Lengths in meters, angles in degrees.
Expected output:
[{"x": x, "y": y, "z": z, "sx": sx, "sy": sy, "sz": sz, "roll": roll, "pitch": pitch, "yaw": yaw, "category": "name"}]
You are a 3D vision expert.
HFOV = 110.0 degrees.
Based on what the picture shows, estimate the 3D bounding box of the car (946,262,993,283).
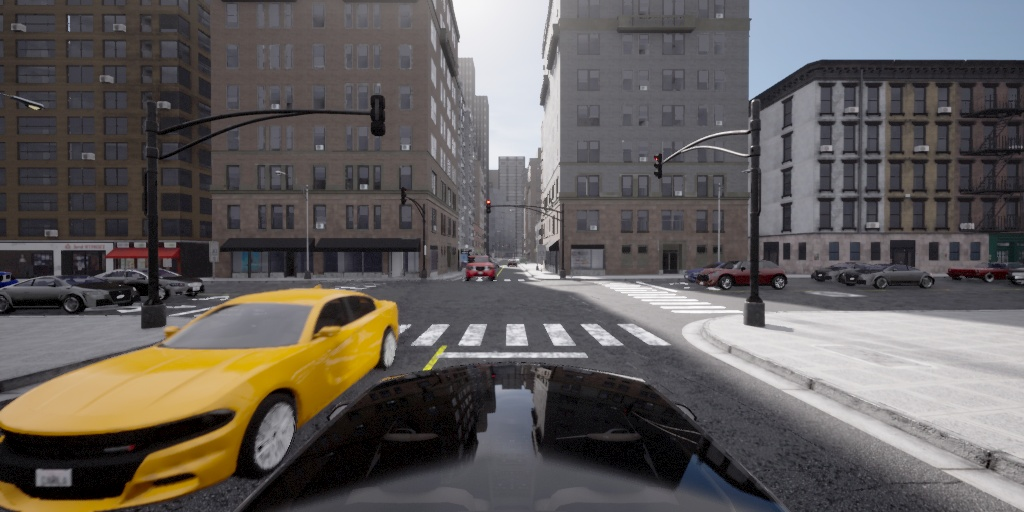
[{"x": 32.843, "y": 1.073, "z": 24.408, "sx": 4.718, "sy": 1.301, "sz": 1.895, "roll": 0, "pitch": 1, "yaw": 0, "category": "car"}]

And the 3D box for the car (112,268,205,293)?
[{"x": -17.794, "y": 1.335, "z": 17.474, "sx": 4.902, "sy": 1.511, "sz": 2.128, "roll": 0, "pitch": 1, "yaw": 1, "category": "car"}]

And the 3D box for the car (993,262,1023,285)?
[{"x": 32.389, "y": 1.002, "z": 21.156, "sx": 4.902, "sy": 1.511, "sz": 2.128, "roll": 0, "pitch": 1, "yaw": 0, "category": "car"}]

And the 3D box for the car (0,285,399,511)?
[{"x": -3.098, "y": 1.227, "z": 4.921, "sx": 1.882, "sy": 1.535, "sz": 5.008, "roll": 0, "pitch": 0, "yaw": 0, "category": "car"}]

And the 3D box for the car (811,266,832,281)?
[{"x": 22.923, "y": 1.106, "z": 24.375, "sx": 4.181, "sy": 1.385, "sz": 1.994, "roll": 0, "pitch": 1, "yaw": -1, "category": "car"}]

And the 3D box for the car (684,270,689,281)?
[{"x": 14.176, "y": 1.127, "z": 24.324, "sx": 4.674, "sy": 1.442, "sz": 1.812, "roll": 0, "pitch": 1, "yaw": 0, "category": "car"}]

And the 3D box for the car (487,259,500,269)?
[{"x": -3.106, "y": 1.278, "z": 60.979, "sx": 1.837, "sy": 1.490, "sz": 4.892, "roll": 0, "pitch": 1, "yaw": 0, "category": "car"}]

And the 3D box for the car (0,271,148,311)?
[{"x": -17.525, "y": 1.441, "z": 14.215, "sx": 4.181, "sy": 1.385, "sz": 1.994, "roll": 0, "pitch": 1, "yaw": 0, "category": "car"}]

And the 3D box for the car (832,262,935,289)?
[{"x": 21.992, "y": 1.148, "z": 21.115, "sx": 4.181, "sy": 1.385, "sz": 1.994, "roll": 0, "pitch": 1, "yaw": -1, "category": "car"}]

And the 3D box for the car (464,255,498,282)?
[{"x": -2.662, "y": 0.947, "z": 28.926, "sx": 2.150, "sy": 2.045, "sz": 5.566, "roll": 0, "pitch": -1, "yaw": -7, "category": "car"}]

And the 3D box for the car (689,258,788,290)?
[{"x": 13.349, "y": 0.994, "z": 21.048, "sx": 4.553, "sy": 1.767, "sz": 2.097, "roll": 0, "pitch": 1, "yaw": -1, "category": "car"}]
